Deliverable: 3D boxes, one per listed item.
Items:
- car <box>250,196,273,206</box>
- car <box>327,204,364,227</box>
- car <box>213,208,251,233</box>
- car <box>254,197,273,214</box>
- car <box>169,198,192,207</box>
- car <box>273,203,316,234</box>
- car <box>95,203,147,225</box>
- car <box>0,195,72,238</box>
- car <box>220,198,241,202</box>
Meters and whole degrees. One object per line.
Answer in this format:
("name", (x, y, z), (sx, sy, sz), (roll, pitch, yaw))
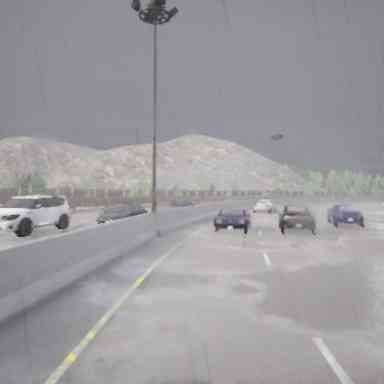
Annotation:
("car", (12.204, 1.572, 58.259), (2.128, 1.511, 4.902), (0, 0, 36))
("car", (10.598, 1.585, 23.144), (1.812, 1.442, 4.674), (0, 0, 16))
("car", (2.538, 1.622, 19.985), (1.895, 1.301, 4.718), (0, 0, 13))
("car", (8.134, 1.579, 36.819), (1.812, 1.442, 4.674), (0, 0, 24))
("car", (-1.620, 1.579, 49.175), (1.994, 1.385, 4.181), (0, 0, 28))
("car", (6.069, 1.528, 19.592), (2.128, 1.511, 4.902), (0, 0, 13))
("car", (-4.439, 1.494, 21.533), (1.837, 1.490, 4.892), (0, 0, 14))
("car", (-8.759, 1.190, 18.036), (2.150, 2.045, 5.566), (0, 0, 11))
("car", (6.623, 1.656, 56.411), (1.895, 1.301, 4.718), (0, 0, 34))
